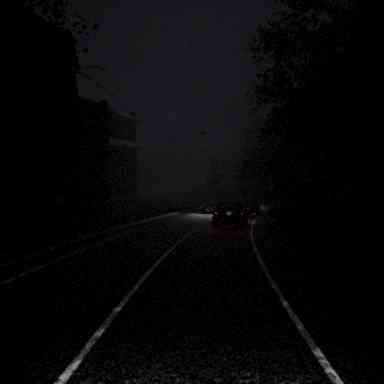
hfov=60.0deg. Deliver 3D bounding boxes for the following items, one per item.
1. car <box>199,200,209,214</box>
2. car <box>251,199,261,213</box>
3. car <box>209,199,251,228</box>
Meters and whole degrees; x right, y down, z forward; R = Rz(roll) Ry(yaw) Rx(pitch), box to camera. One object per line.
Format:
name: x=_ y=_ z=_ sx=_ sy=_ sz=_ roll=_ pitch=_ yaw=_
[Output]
car: x=2.153 y=1.494 z=34.798 sx=1.812 sy=1.442 sz=4.674 roll=2 pitch=0 yaw=16
car: x=6.744 y=1.528 z=38.197 sx=2.128 sy=1.511 sz=4.902 roll=2 pitch=2 yaw=16
car: x=2.680 y=1.358 z=22.568 sx=2.097 sy=1.767 sz=4.553 roll=1 pitch=0 yaw=11
